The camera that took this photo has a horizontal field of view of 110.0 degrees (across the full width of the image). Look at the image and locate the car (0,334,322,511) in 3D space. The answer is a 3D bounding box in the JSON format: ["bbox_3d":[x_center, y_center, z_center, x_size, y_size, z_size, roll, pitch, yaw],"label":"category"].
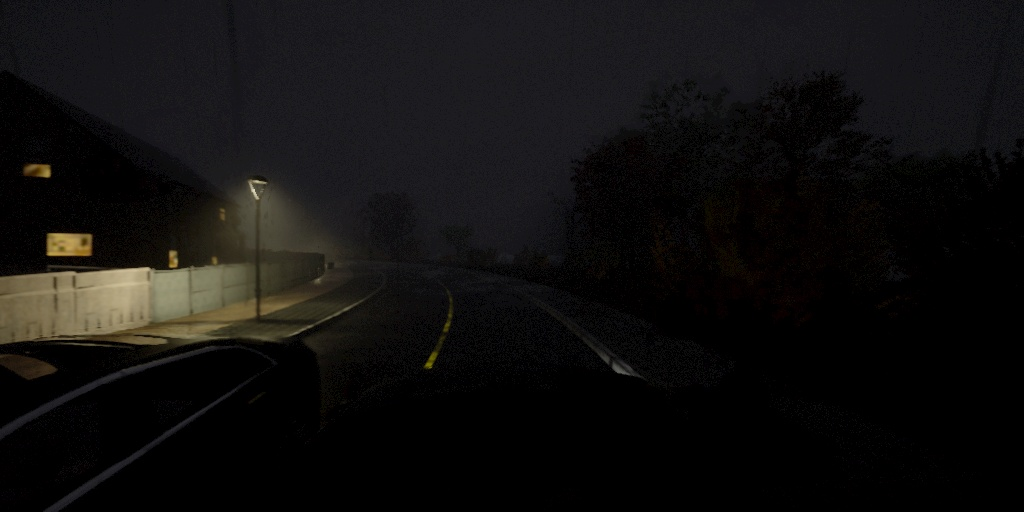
[{"bbox_3d":[-2.471,1.237,1.390,2.128,1.511,4.902,0,1,-7],"label":"car"}]
